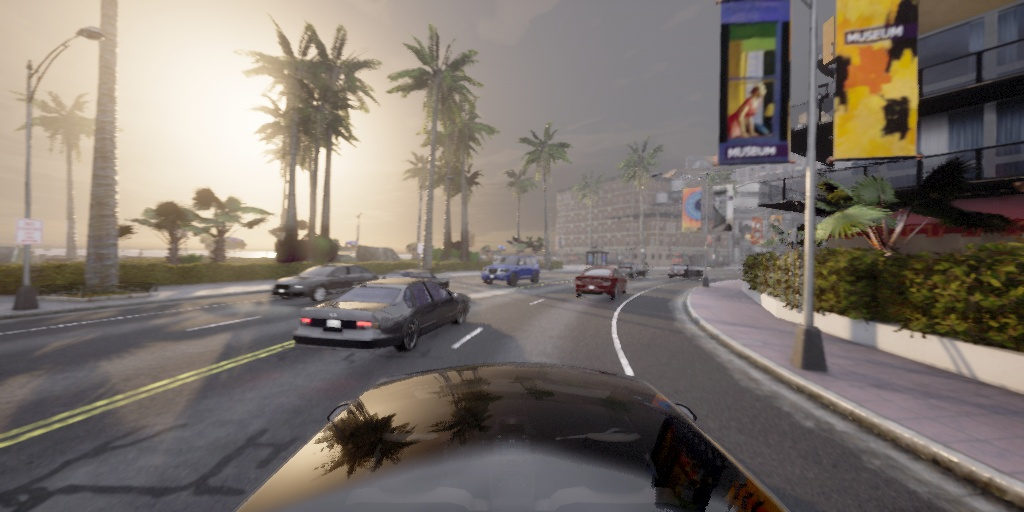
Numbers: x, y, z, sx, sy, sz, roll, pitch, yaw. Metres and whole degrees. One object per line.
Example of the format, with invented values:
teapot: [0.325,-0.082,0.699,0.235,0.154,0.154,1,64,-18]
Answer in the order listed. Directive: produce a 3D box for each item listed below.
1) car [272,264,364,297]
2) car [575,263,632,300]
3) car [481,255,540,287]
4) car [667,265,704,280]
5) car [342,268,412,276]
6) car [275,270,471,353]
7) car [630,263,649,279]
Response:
car: [-8.083,1.119,16.055,1.837,1.490,4.892,1,0,18]
car: [4.733,1.297,18.641,1.882,1.535,5.008,1,0,26]
car: [0.076,0.964,25.181,2.150,2.045,5.566,1,0,30]
car: [17.384,1.566,35.881,5.357,1.411,2.033,1,0,-44]
car: [-4.621,1.268,15.442,1.895,1.301,4.718,1,0,19]
car: [-2.645,1.251,8.810,2.033,1.411,5.357,1,0,12]
car: [11.609,1.416,34.740,2.128,1.511,4.902,1,0,42]
